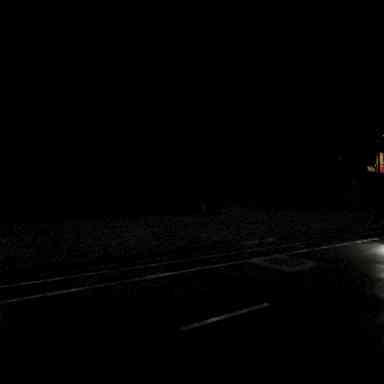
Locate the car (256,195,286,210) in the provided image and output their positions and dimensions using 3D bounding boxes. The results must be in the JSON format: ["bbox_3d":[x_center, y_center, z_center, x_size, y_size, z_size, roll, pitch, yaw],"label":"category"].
[{"bbox_3d":[10.770,1.391,44.277,2.192,1.841,5.009,-1,1,-36],"label":"car"}]

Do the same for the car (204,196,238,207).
[{"bbox_3d":[4.570,1.640,52.974,1.752,1.417,4.829,-1,1,-36],"label":"car"}]

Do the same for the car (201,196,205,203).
[{"bbox_3d":[4.121,1.403,63.523,2.097,1.767,4.553,-1,0,-35],"label":"car"}]

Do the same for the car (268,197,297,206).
[{"bbox_3d":[14.565,1.535,53.643,1.802,1.307,4.206,-1,1,-36],"label":"car"}]

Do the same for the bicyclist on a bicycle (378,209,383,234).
[{"bbox_3d":[10.299,1.330,17.544,1.843,1.776,0.659,0,0,-34],"label":"bicyclist on a bicycle"}]

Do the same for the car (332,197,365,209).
[{"bbox_3d":[20.864,1.355,44.810,1.967,1.590,4.097,-1,1,-36],"label":"car"}]

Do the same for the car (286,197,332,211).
[{"bbox_3d":[13.927,1.623,39.862,1.947,1.339,4.313,-1,1,-36],"label":"car"}]

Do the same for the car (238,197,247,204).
[{"bbox_3d":[8.262,1.538,62.475,1.887,1.381,4.507,-1,1,-36],"label":"car"}]

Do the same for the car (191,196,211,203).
[{"bbox_3d":[1.860,1.562,71.445,1.752,1.417,4.829,-1,1,-36],"label":"car"}]
